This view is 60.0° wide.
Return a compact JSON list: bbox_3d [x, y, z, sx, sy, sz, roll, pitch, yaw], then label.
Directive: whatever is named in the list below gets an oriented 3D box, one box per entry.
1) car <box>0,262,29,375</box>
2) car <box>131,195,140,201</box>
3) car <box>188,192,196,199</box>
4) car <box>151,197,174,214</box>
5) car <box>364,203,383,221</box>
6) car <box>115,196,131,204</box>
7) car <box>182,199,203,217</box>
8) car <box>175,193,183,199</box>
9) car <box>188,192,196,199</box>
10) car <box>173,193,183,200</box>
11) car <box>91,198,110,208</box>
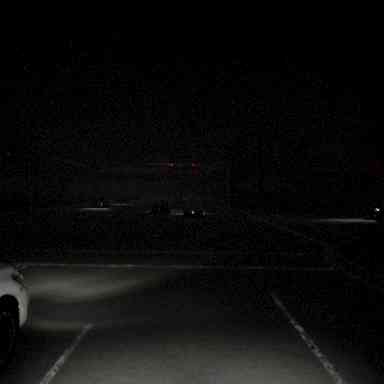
[{"bbox_3d":[-3.425,1.235,2.394,2.150,2.045,5.566,0,0,1],"label":"car"},{"bbox_3d":[-14.021,1.348,81.950,2.033,1.411,5.357,0,1,0],"label":"car"},{"bbox_3d":[-0.024,0.843,92.251,2.097,1.767,4.553,0,1,0],"label":"car"},{"bbox_3d":[-3.410,1.647,37.430,1.882,1.535,5.008,0,0,0],"label":"car"},{"bbox_3d":[17.236,1.506,28.484,4.553,1.767,2.097,0,0,-2],"label":"car"},{"bbox_3d":[-14.019,1.521,66.645,1.837,1.490,4.892,0,1,0],"label":"car"},{"bbox_3d":[0.090,1.680,33.274,1.812,1.442,4.674,0,0,0],"label":"car"},{"bbox_3d":[-3.524,1.040,92.283,1.994,1.385,4.181,0,1,0],"label":"car"},{"bbox_3d":[-0.021,1.322,82.281,1.812,1.442,4.674,0,1,0],"label":"car"},{"bbox_3d":[-3.521,1.153,82.214,2.097,1.767,4.553,0,1,0],"label":"car"},{"bbox_3d":[-14.082,1.647,51.485,1.837,1.490,4.892,0,0,0],"label":"car"}]
